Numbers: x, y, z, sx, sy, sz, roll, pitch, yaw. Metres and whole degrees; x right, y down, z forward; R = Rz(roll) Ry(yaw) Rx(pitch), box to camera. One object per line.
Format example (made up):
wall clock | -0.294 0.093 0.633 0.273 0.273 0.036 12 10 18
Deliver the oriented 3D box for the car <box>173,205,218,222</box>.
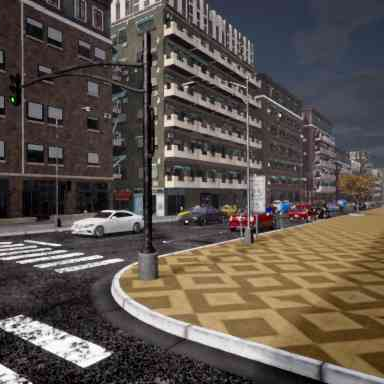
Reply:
car | 0.432 2.002 31.444 1.752 1.417 4.829 -2 -2 35

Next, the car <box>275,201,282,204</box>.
car | 10.221 2.289 45.486 1.887 1.381 4.507 -2 -2 35

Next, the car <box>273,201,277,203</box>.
car | 7.242 2.057 36.699 1.882 1.535 5.008 -1 -1 35

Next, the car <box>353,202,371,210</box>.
car | 29.967 2.583 59.273 1.947 1.339 4.313 -2 -2 35

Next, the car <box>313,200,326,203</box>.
car | 17.650 2.267 46.058 1.837 1.490 4.892 -1 -1 35

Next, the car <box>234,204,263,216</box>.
car | 6.991 2.222 40.851 1.947 1.339 4.313 -2 -2 35

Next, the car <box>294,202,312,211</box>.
car | 19.913 2.554 59.390 1.887 1.381 4.507 -2 -2 35

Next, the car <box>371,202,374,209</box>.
car | 36.428 2.745 68.542 2.008 1.369 4.403 -2 -2 35

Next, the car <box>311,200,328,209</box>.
car | 26.372 2.501 68.665 2.192 1.841 5.009 -2 -2 35

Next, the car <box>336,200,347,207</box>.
car | 39.198 2.882 87.141 1.690 1.788 3.998 -2 -2 35

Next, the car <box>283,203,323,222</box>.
car | 10.583 2.032 31.467 1.887 1.381 4.507 -2 -2 35

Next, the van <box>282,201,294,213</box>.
van | 13.450 2.174 50.126 1.690 1.788 3.998 -2 -2 35

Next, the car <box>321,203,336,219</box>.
car | 13.814 2.141 36.101 1.947 1.339 4.313 -2 -2 35

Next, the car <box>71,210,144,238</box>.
car | -4.766 1.778 19.475 1.812 1.442 4.674 -1 -1 34

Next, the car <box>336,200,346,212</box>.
car | 23.454 2.468 54.398 2.033 1.411 5.357 -1 -1 36

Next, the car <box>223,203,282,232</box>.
car | 4.121 1.751 22.201 1.967 1.590 4.097 -2 -2 35

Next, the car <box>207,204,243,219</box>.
car | 3.663 2.090 36.077 1.752 1.417 4.829 -2 -2 35

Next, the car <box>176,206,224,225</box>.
car | 1.118 1.960 27.928 2.033 1.411 5.357 -1 -1 35
